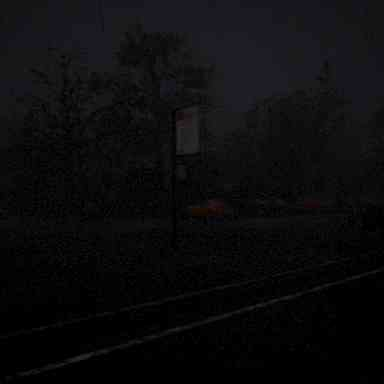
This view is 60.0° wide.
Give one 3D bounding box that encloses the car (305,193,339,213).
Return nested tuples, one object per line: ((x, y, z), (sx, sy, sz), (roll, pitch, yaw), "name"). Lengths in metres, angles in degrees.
((12.682, 1.236, 35.481), (2.185, 1.767, 4.553), (0, 0, -35), "car")

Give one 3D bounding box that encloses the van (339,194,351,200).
((14.861, 1.143, 37.215), (1.878, 1.987, 4.442), (0, 0, -35), "van")

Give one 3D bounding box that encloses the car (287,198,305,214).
((8.127, 1.393, 32.278), (2.002, 1.452, 4.674), (0, 0, -35), "car")

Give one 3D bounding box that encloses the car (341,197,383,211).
((21.839, 1.398, 41.822), (1.946, 1.575, 5.366), (0, 0, -36), "car")

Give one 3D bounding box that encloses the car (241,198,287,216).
((5.854, 1.353, 30.665), (2.097, 1.535, 5.008), (0, 0, -35), "car")

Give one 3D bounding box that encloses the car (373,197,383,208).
((28.515, 1.463, 46.853), (2.163, 1.488, 4.792), (0, 0, -36), "car")

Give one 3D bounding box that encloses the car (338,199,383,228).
((11.156, 1.359, 18.371), (2.231, 1.521, 4.892), (0, 0, -35), "car")

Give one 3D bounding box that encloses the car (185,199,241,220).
((1.323, 1.365, 27.429), (2.097, 1.535, 5.008), (0, 0, -35), "car")

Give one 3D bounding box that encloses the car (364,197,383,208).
((26.282, 1.452, 45.187), (2.163, 1.488, 4.792), (0, 0, -36), "car")

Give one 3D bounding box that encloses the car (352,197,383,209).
((24.002, 1.412, 43.588), (2.097, 1.535, 5.008), (0, 0, -36), "car")

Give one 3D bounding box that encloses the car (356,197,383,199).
((13.418, 1.103, 20.023), (2.435, 2.045, 5.566), (0, 0, -35), "car")

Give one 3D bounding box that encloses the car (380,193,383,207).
((30.813, 1.194, 48.425), (2.435, 2.045, 5.566), (0, 0, -36), "car")
